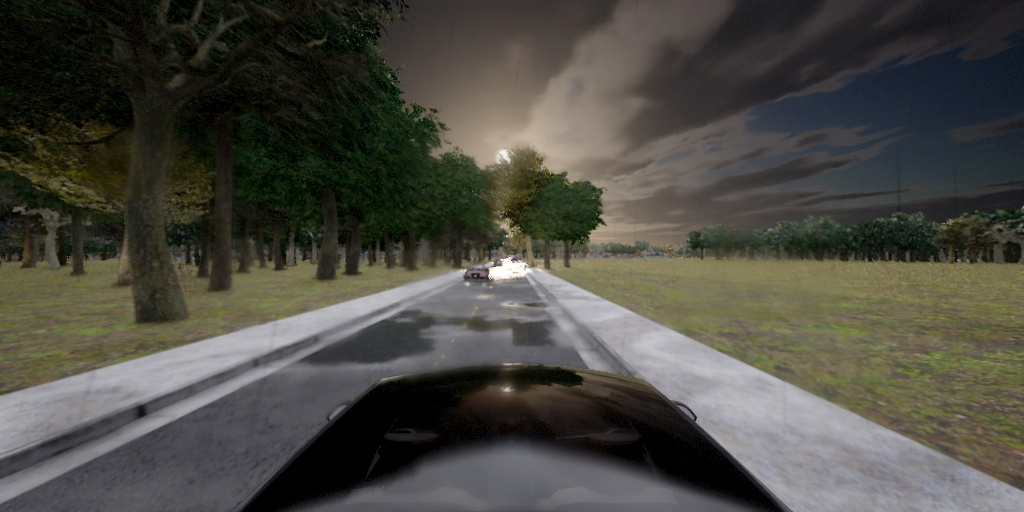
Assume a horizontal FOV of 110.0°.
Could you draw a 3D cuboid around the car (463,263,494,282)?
[{"bbox_3d":[-2.845,1.382,30.042,1.994,1.385,4.181,0,0,0],"label":"car"}]
